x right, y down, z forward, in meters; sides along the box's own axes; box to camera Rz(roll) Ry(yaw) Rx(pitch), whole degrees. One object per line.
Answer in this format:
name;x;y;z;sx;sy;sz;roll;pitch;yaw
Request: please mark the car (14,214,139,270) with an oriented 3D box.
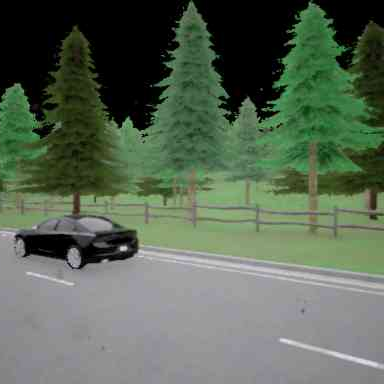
car;-4.007;1.480;11.132;5.008;1.535;1.882;0;0;36
